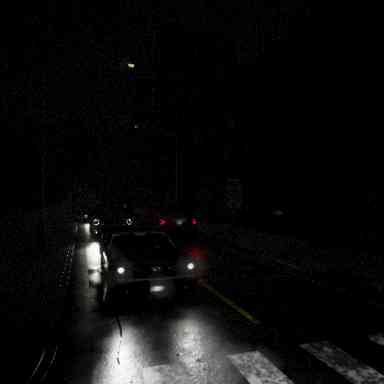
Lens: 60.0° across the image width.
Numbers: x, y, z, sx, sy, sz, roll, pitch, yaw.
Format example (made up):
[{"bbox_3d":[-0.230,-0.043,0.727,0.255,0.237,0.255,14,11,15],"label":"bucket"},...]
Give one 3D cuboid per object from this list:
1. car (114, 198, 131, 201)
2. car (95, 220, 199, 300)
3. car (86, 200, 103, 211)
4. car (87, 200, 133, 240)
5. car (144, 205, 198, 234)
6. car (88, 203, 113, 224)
[{"bbox_3d":[-8.209,1.699,38.787,2.150,2.045,5.566,1,-1,-18],"label":"car"},{"bbox_3d":[-1.391,1.655,8.802,1.895,1.301,4.718,1,-1,-18],"label":"car"},{"bbox_3d":[-12.720,1.733,43.344,1.994,1.385,4.181,1,-1,-18],"label":"car"},{"bbox_3d":[-4.492,1.509,18.195,2.097,1.767,4.553,1,-1,-18],"label":"car"},{"bbox_3d":[-1.271,1.533,17.849,2.097,1.767,4.553,1,-1,-18],"label":"car"},{"bbox_3d":[-8.078,1.783,29.034,1.882,1.535,5.008,1,-1,-18],"label":"car"}]
